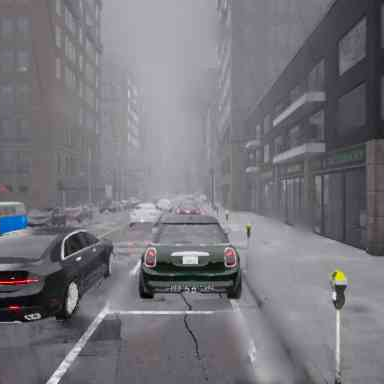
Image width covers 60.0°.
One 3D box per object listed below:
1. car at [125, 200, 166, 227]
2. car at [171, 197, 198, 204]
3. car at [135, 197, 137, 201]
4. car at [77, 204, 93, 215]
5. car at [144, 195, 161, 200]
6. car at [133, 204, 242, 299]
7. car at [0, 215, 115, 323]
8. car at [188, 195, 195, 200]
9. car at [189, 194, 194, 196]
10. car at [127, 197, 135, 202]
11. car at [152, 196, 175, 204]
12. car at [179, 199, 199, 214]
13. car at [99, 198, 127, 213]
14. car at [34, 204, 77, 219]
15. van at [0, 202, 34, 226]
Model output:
[{"bbox_3d":[-3.043,1.528,22.669,1.812,1.442,4.674,0,0,0],"label":"car"},{"bbox_3d":[-0.289,1.443,25.481,1.967,1.590,4.097,0,0,0],"label":"car"},{"bbox_3d":[-8.815,1.451,47.486,1.967,1.590,4.097,0,0,0],"label":"car"},{"bbox_3d":[-8.814,1.585,25.481,1.802,1.307,4.206,0,0,0],"label":"car"},{"bbox_3d":[-6.151,1.505,47.836,2.128,1.511,4.902,0,0,0],"label":"car"},{"bbox_3d":[-0.032,1.353,8.620,2.097,1.767,4.553,0,0,0],"label":"car"},{"bbox_3d":[-3.046,1.507,7.314,1.837,1.490,4.892,0,1,0],"label":"car"},{"bbox_3d":[-0.236,1.635,95.394,2.008,1.369,4.403,0,0,0],"label":"car"},{"bbox_3d":[-0.257,1.500,84.576,1.967,1.590,4.097,0,0,0],"label":"car"},{"bbox_3d":[-8.815,1.591,41.985,1.802,1.307,4.206,0,0,0],"label":"car"},{"bbox_3d":[-3.139,1.533,37.665,1.812,1.442,4.674,0,0,0],"label":"car"},{"bbox_3d":[-0.290,1.557,36.484,2.008,1.369,4.403,0,0,0],"label":"car"},{"bbox_3d":[-8.815,1.572,36.483,1.947,1.339,4.313,0,0,0],"label":"car"},{"bbox_3d":[-8.815,1.568,19.979,1.947,1.339,4.313,0,0,0],"label":"car"},{"bbox_3d":[-8.815,1.342,14.478,1.690,1.788,3.998,0,0,0],"label":"van"}]
